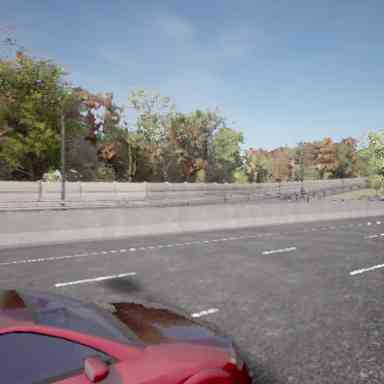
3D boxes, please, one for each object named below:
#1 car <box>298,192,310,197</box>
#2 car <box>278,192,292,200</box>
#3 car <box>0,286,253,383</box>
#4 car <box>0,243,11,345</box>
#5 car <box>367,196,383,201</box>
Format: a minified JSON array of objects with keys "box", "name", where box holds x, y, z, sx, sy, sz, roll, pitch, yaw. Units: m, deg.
[{"box":[27.054,0.545,80.062,1.895,1.301,4.718,0,2,33],"name":"car"},{"box":[18.623,0.838,66.699,1.837,1.490,4.892,0,1,31],"name":"car"},{"box":[-1.470,1.564,2.699,4.181,1.385,1.994,0,0,-35],"name":"car"},{"box":[-5.168,1.600,4.363,4.718,1.301,1.895,0,0,-35],"name":"car"},{"box":[31.550,1.498,56.502,4.902,1.511,2.128,0,0,-35],"name":"car"}]
